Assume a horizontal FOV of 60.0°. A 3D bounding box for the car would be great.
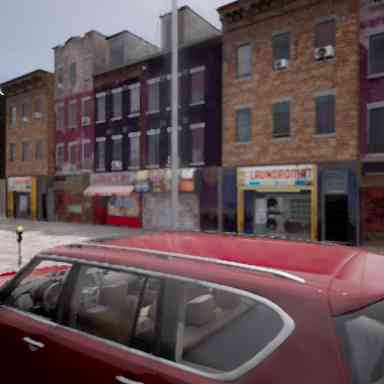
[{"bbox_3d":[-0.551,1.316,3.202,5.009,1.841,2.192,0,0,35],"label":"car"}]
